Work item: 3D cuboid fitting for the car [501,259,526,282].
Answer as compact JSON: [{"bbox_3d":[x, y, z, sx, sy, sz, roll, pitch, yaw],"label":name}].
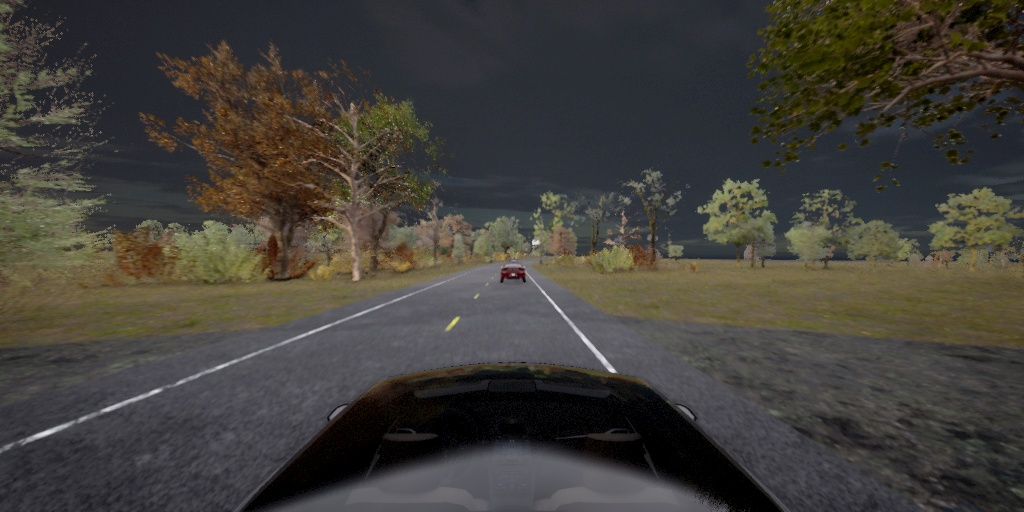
[{"bbox_3d":[0.090,1.239,29.493,1.882,1.535,5.008,0,0,0],"label":"car"}]
